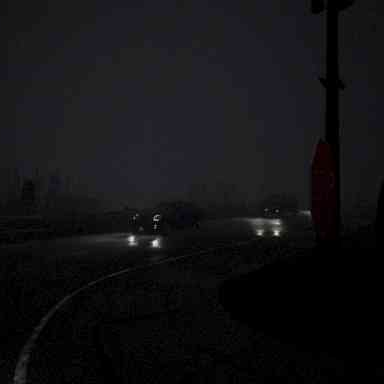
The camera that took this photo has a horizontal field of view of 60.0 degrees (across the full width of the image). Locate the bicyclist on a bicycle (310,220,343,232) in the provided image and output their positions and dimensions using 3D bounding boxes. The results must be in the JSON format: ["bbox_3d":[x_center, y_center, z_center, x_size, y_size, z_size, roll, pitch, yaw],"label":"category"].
[{"bbox_3d":[6.947,1.267,17.186,1.656,1.620,0.582,0,0,38],"label":"bicyclist on a bicycle"}]

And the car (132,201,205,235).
[{"bbox_3d":[-1.241,1.319,18.869,2.097,1.767,4.553,0,0,38],"label":"car"}]

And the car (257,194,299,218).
[{"bbox_3d":[8.047,1.190,30.723,2.150,2.045,5.566,0,0,38],"label":"car"}]

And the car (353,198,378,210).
[{"bbox_3d":[22.052,1.531,42.611,1.994,1.385,4.181,0,0,38],"label":"car"}]
